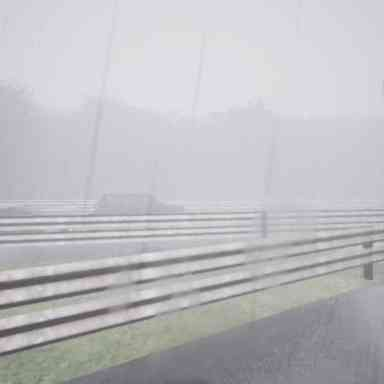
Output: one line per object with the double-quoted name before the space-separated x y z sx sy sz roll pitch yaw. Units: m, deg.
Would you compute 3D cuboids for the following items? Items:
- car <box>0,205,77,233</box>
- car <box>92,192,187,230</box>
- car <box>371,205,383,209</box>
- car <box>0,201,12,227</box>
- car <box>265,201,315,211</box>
"car" -7.592 1.324 14.477 4.892 1.490 1.837 0 0 -19
"car" -3.028 1.049 19.740 5.566 2.045 2.150 0 0 -19
"car" 16.813 1.497 26.545 4.718 1.301 1.895 0 0 -19
"car" -13.654 1.274 19.801 4.892 1.490 1.837 1 0 -19
"car" 8.089 1.424 27.254 4.181 1.385 1.994 0 0 -19
